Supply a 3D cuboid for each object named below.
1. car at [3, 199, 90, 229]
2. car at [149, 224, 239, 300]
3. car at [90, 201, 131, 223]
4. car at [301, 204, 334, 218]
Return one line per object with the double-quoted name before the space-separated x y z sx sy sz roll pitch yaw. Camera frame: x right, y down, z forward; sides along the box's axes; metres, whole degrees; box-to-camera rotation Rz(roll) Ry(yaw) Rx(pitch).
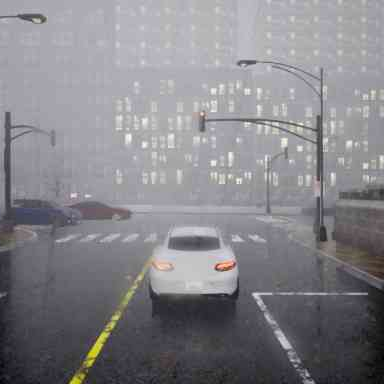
"car" -9.083 1.244 20.572 4.553 1.767 2.097 1 0 8
"car" 0.056 1.525 8.281 1.812 1.442 4.674 0 0 0
"car" -7.006 1.403 24.580 5.008 1.535 1.882 0 0 -1
"car" 12.920 1.786 31.642 4.718 1.301 1.895 1 0 -1
